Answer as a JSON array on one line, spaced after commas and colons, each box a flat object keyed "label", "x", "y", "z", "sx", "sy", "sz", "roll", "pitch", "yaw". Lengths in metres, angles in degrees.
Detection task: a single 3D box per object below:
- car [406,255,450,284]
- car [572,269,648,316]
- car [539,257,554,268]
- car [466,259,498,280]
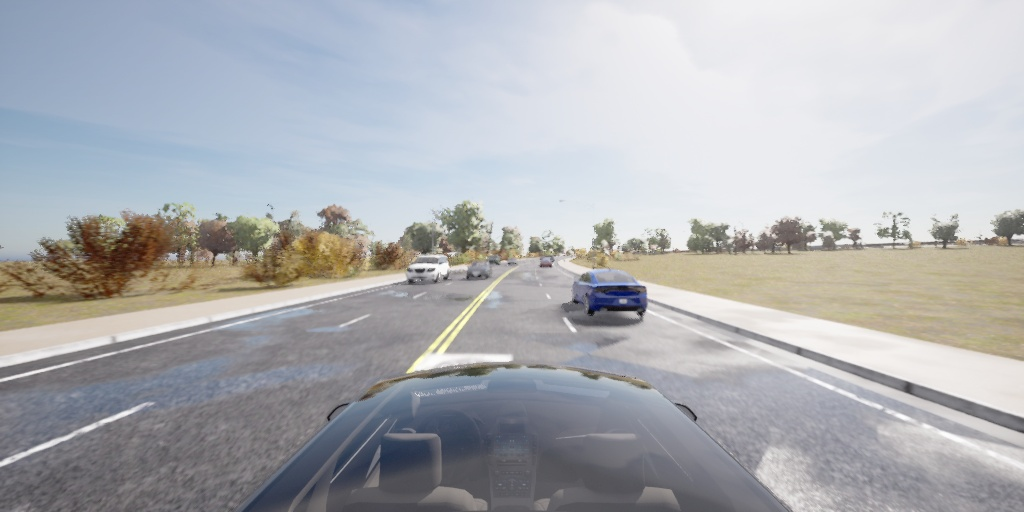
[{"label": "car", "x": -6.144, "y": 0.952, "z": 26.925, "sx": 2.150, "sy": 2.045, "sz": 5.566, "roll": 0, "pitch": 0, "yaw": 2}, {"label": "car", "x": 3.460, "y": 1.235, "z": 13.500, "sx": 1.882, "sy": 1.535, "sz": 5.008, "roll": 0, "pitch": 0, "yaw": 1}, {"label": "car", "x": 5.600, "y": 1.252, "z": 59.537, "sx": 1.994, "sy": 1.385, "sz": 4.181, "roll": 0, "pitch": 0, "yaw": 5}, {"label": "car", "x": -2.731, "y": 1.225, "z": 30.735, "sx": 2.128, "sy": 1.511, "sz": 4.902, "roll": 0, "pitch": 0, "yaw": 3}]
